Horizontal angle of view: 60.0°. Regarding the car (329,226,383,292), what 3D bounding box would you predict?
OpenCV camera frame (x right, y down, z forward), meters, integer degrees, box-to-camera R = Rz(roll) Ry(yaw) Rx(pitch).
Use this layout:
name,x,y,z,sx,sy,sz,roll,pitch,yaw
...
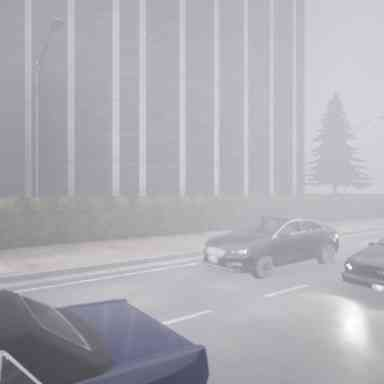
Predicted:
name,x,y,z,sx,sy,sz,roll,pitch,yaw
car,5.935,1.548,8.267,5.357,1.411,2.033,0,0,-36

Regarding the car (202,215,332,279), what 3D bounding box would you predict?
name,x,y,z,sx,sy,sz,roll,pitch,yaw
car,2.542,1.491,10.135,4.902,1.511,2.128,0,0,-36

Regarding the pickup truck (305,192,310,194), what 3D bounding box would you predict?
name,x,y,z,sx,sy,sz,roll,pitch,yaw
pickup truck,25.298,1.059,75.759,2.390,2.098,6.274,0,0,-6

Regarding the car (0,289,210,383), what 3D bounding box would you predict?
name,x,y,z,sx,sy,sz,roll,pitch,yaw
car,-2.244,1.601,2.359,4.718,1.301,1.895,0,0,-36
